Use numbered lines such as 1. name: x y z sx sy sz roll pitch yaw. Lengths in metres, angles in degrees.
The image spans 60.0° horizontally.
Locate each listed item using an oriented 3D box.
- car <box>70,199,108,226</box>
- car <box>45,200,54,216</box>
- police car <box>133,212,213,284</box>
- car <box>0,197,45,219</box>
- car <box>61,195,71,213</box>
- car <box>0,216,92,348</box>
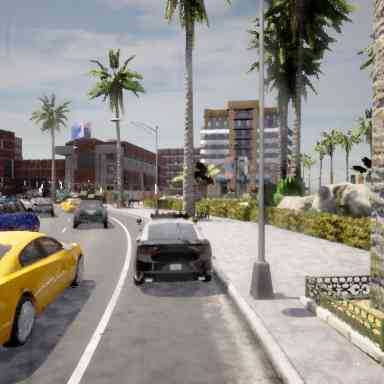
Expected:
1. car: -6.952 1.347 22.870 2.097 1.767 4.553 0 0 -16
2. car: -14.447 1.480 32.016 2.128 1.511 4.902 0 0 -27
3. police car: -0.678 1.424 9.770 1.930 1.638 5.238 0 0 -7
4. car: -7.921 1.215 13.414 2.150 2.045 5.566 0 0 -11
5. car: -13.144 1.467 36.758 1.882 1.535 5.008 0 0 -31
6. car: -3.480 1.475 6.254 1.882 1.535 5.008 0 0 -4
